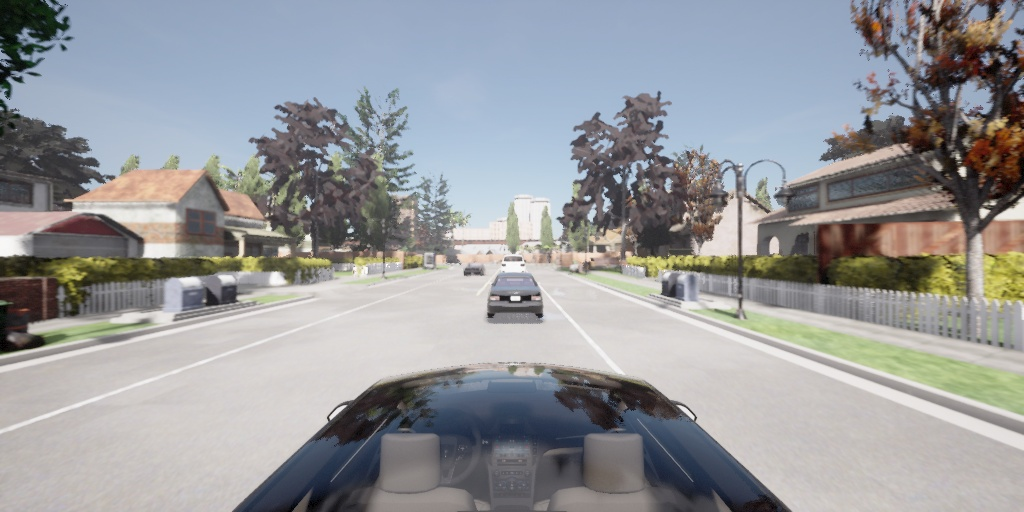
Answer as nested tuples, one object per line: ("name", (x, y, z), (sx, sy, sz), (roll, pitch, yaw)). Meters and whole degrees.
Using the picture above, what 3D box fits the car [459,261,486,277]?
("car", (-3.594, 1.288, 34.780), (1.895, 1.301, 4.718), (0, 0, 0))

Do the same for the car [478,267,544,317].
("car", (0.100, 1.281, 13.014), (2.033, 1.411, 5.357), (0, 0, 0))

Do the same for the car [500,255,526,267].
("car", (0.099, 0.914, 32.368), (2.150, 2.045, 5.566), (0, 0, 0))
